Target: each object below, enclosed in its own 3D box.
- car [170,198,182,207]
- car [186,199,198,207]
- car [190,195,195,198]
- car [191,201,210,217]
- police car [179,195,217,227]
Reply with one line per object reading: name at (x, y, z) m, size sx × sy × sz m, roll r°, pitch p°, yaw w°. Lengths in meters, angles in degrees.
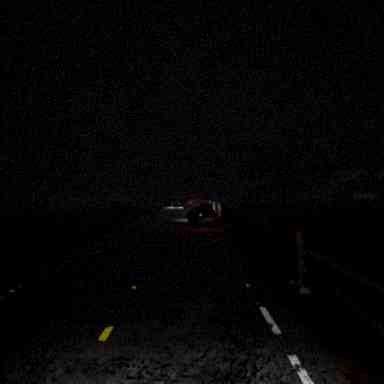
car at (-2.807, 1.918, 59.127) m, size 1.837 × 1.490 × 4.892 m, roll 0°, pitch 0°, yaw 1°
car at (-0.012, 1.975, 60.207) m, size 2.033 × 1.411 × 5.357 m, roll 0°, pitch -1°, yaw 0°
car at (0.715, 1.403, 39.923) m, size 2.150 × 2.045 × 5.566 m, roll -3°, pitch -3°, yaw 3°
car at (0.818, 1.707, 33.979) m, size 1.812 × 1.442 × 4.674 m, roll 0°, pitch 0°, yaw 0°
police car at (0.494, 1.303, 24.101) m, size 1.930 × 1.638 × 5.238 m, roll -25°, pitch 0°, yaw 0°
